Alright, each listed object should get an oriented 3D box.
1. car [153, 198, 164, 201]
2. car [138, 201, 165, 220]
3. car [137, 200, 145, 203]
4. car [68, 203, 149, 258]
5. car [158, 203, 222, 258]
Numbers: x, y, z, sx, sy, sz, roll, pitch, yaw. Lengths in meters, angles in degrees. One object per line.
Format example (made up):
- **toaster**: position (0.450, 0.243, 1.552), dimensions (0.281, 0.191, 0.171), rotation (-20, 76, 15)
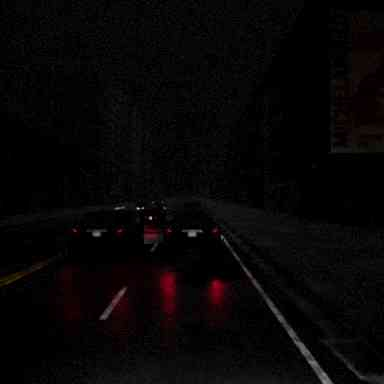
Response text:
- **car**: position (-6.528, 2.052, 65.298), dimensions (2.097, 1.767, 4.553), rotation (0, -1, 0)
- **car**: position (-3.234, 1.802, 28.512), dimensions (1.837, 1.490, 4.892), rotation (0, 0, 0)
- **car**: position (-9.771, 2.259, 65.242), dimensions (1.994, 1.385, 4.181), rotation (0, -1, 0)
- **car**: position (-3.232, 1.489, 13.442), dimensions (2.097, 1.767, 4.553), rotation (0, -1, 0)
- **car**: position (0.018, 1.489, 13.441), dimensions (2.097, 1.767, 4.553), rotation (0, -1, 0)
